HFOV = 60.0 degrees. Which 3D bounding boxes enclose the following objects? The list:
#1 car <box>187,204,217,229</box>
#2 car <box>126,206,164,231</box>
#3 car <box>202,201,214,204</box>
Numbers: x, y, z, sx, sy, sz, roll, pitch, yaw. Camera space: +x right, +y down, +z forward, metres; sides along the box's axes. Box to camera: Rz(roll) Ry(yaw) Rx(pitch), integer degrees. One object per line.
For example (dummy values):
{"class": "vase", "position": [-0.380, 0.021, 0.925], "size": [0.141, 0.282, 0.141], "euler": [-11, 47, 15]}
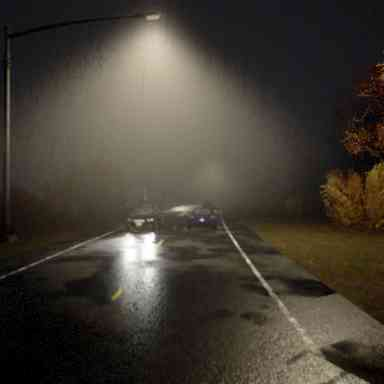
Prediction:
{"class": "car", "position": [0.724, 1.748, 23.014], "size": [1.994, 1.385, 4.181], "euler": [0, 0, 3]}
{"class": "car", "position": [-3.014, 1.667, 22.077], "size": [2.128, 1.511, 4.902], "euler": [0, 0, 3]}
{"class": "car", "position": [1.983, 1.855, 41.662], "size": [1.812, 1.442, 4.674], "euler": [0, 0, 5]}
